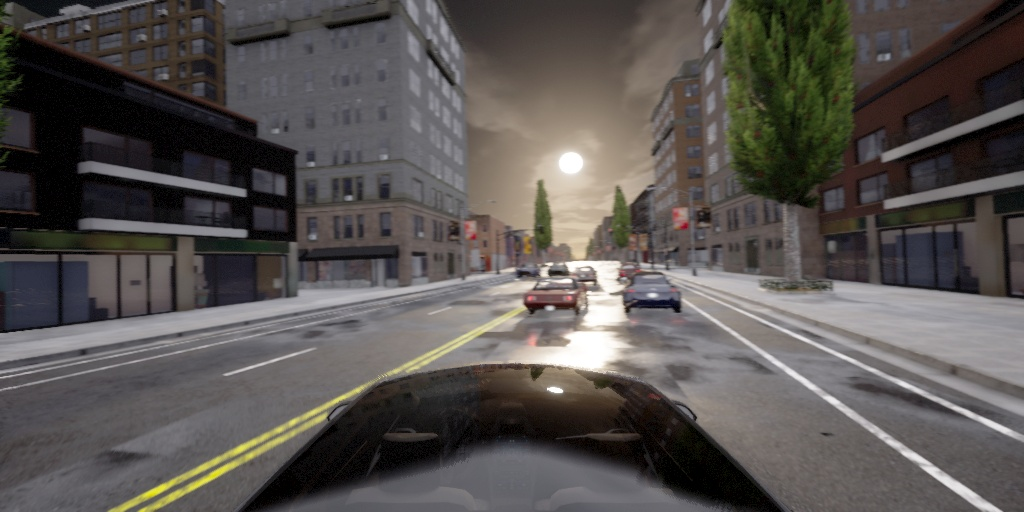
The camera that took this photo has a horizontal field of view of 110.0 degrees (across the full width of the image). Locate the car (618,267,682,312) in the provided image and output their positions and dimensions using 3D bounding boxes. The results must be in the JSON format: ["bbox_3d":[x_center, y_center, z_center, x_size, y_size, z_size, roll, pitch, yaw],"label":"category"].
[{"bbox_3d":[5.270,1.288,13.926,1.994,1.385,4.181,-2,-1,17],"label":"car"}]

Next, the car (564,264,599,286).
[{"bbox_3d":[5.508,1.427,26.996,2.033,1.411,5.357,-2,-1,16],"label":"car"}]

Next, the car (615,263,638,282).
[{"bbox_3d":[9.376,1.302,28.836,1.812,1.442,4.674,-2,-1,15],"label":"car"}]

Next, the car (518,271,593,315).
[{"bbox_3d":[1.891,1.435,13.951,1.895,1.301,4.718,-2,-1,17],"label":"car"}]

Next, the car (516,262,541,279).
[{"bbox_3d":[1.851,1.506,39.168,2.097,1.767,4.553,-2,-1,14],"label":"car"}]

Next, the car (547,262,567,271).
[{"bbox_3d":[5.015,1.394,38.428,2.097,1.767,4.553,-2,-1,14],"label":"car"}]
